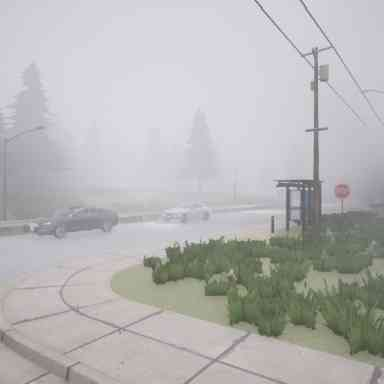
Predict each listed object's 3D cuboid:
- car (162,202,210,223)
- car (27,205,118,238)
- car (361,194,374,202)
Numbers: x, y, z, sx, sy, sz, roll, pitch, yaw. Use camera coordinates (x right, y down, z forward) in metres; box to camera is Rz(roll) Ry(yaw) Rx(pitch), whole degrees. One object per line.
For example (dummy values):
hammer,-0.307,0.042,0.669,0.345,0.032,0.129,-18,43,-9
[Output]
car,-0.319,1.526,25.845,1.812,1.442,4.674,0,0,36
car,-6.165,1.492,17.772,2.128,1.511,4.902,0,0,36
car,40.420,1.355,76.466,2.097,1.767,4.553,0,0,36
